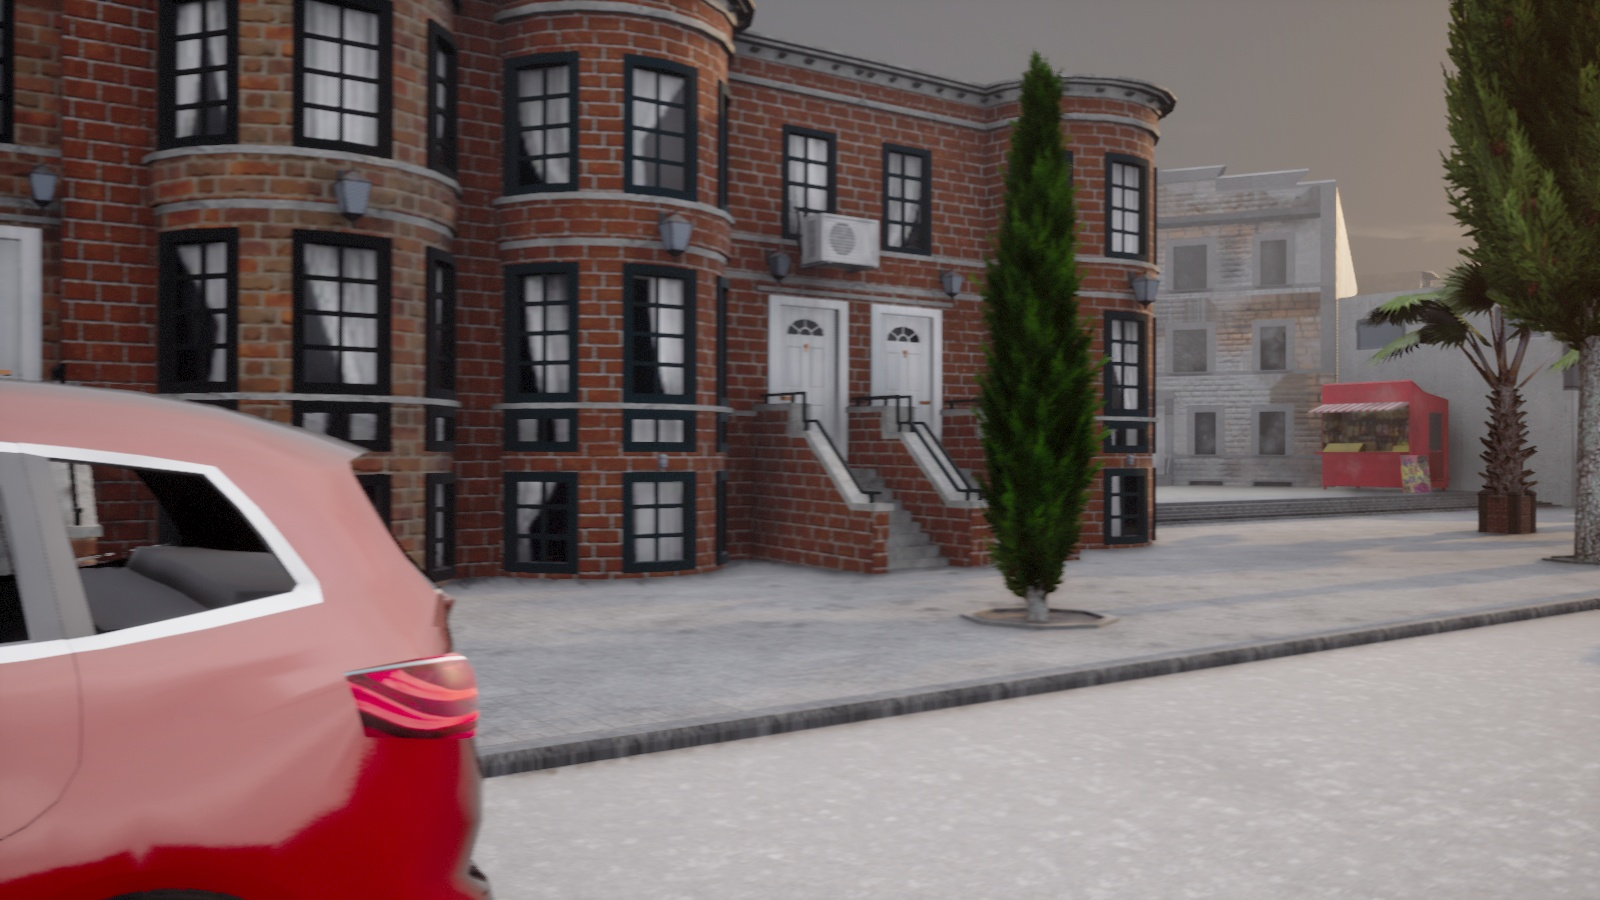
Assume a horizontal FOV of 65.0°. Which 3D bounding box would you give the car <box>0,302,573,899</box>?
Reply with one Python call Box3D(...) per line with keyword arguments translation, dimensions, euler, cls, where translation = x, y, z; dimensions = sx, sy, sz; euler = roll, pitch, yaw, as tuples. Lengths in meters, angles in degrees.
Box3D(translation=(-2.999, 0.601, 2.180), dimensions=(4.611, 1.667, 2.242), euler=(0, 0, -35), cls="car")
